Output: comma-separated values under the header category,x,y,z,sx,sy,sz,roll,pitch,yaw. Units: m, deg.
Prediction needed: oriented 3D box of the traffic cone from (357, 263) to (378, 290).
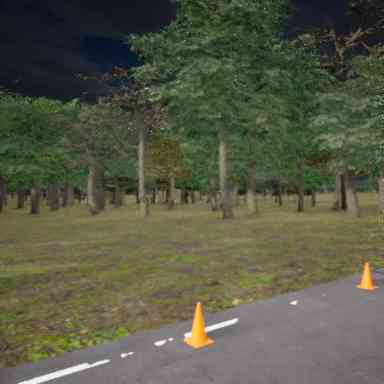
category,x,y,z,sx,sy,sz,roll,pitch,yaw
traffic cone,4.177,1.978,7.927,0.340,0.580,0.340,0,0,-36

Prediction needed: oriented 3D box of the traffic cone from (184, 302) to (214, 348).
category,x,y,z,sx,sy,sz,roll,pitch,yaw
traffic cone,0.107,1.964,5.022,0.340,0.580,0.340,0,0,-36
